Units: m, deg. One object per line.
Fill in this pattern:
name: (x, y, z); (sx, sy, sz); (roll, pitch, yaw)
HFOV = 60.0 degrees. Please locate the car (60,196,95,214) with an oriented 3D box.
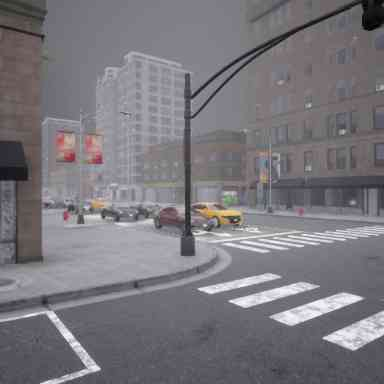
car: (-11.896, 1.442, 35.197); (2.128, 1.511, 4.902); (0, 0, -36)

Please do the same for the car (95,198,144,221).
car: (-5.967, 1.492, 26.989); (1.812, 1.442, 4.674); (0, 0, -36)

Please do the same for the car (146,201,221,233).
car: (-0.646, 1.505, 19.615); (1.812, 1.442, 4.674); (0, 0, -35)

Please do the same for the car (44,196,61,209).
car: (-17.904, 1.287, 43.585); (2.097, 1.767, 4.553); (0, 0, -35)

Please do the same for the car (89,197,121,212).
car: (-10.114, 1.422, 38.287); (1.882, 1.535, 5.008); (0, 0, -36)

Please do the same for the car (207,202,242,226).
car: (1.265, 1.451, 22.502); (1.882, 1.535, 5.008); (0, 0, -35)

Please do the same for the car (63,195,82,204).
car: (-21.687, 1.408, 60.202); (1.837, 1.490, 4.892); (0, 0, -36)

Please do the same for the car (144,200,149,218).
car: (-4.178, 1.485, 30.065); (1.812, 1.442, 4.674); (0, 0, -36)
